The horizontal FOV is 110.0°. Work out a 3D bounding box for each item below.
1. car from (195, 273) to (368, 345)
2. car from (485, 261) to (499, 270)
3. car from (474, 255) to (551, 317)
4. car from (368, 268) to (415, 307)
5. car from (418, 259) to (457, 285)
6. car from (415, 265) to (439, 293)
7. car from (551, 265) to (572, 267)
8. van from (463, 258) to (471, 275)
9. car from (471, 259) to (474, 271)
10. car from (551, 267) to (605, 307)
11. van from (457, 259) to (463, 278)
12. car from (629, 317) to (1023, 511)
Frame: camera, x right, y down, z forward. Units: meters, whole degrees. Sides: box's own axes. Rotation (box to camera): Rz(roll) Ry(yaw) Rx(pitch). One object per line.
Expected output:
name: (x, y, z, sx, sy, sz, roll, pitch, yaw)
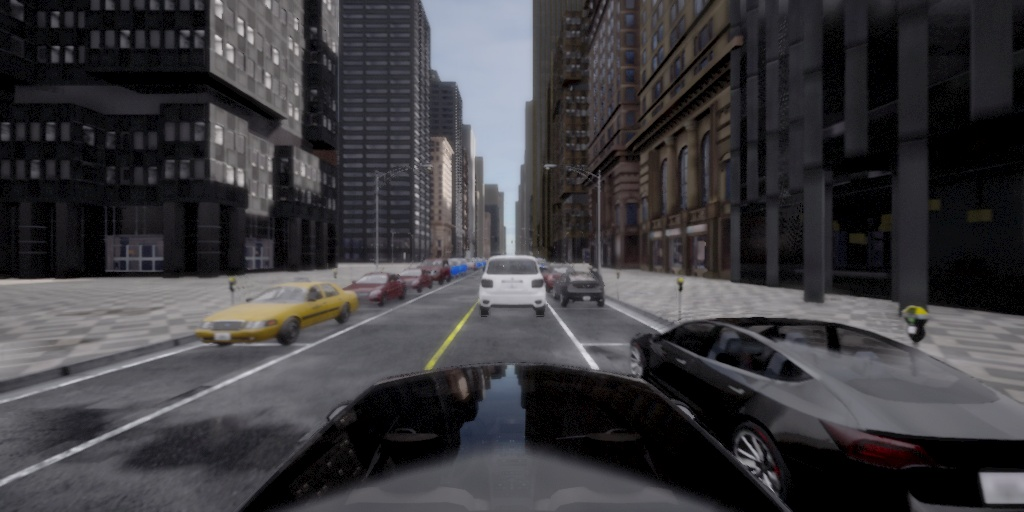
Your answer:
car: (-5.764, 1.291, 9.555, 1.751, 1.417, 4.829, 0, 0, 0)
car: (-3.077, 1.425, 56.298, 1.994, 1.385, 4.181, 0, 0, 0)
car: (0.035, 0.995, 13.493, 2.150, 2.045, 5.566, 0, 0, 1)
car: (-5.764, 1.358, 15.402, 1.802, 1.307, 4.207, 0, 0, 0)
car: (-5.766, 1.113, 26.757, 2.192, 1.841, 5.009, 0, 0, 0)
car: (-5.765, 1.369, 21.080, 1.802, 1.307, 4.207, 0, 0, 0)
car: (2.760, 1.227, 21.089, 1.967, 1.591, 4.097, 0, 0, 0)
van: (-5.767, 1.163, 38.112, 1.690, 1.789, 3.998, 0, 0, 0)
car: (-5.768, 1.428, 49.466, 1.802, 1.307, 4.207, 0, 0, 0)
car: (2.761, 1.326, 15.412, 2.007, 1.370, 4.403, 0, 0, 0)
van: (-5.766, 1.151, 32.435, 1.690, 1.789, 3.998, 0, 0, 0)
car: (2.762, 1.320, 4.057, 1.948, 1.339, 4.313, 0, 0, 0)
